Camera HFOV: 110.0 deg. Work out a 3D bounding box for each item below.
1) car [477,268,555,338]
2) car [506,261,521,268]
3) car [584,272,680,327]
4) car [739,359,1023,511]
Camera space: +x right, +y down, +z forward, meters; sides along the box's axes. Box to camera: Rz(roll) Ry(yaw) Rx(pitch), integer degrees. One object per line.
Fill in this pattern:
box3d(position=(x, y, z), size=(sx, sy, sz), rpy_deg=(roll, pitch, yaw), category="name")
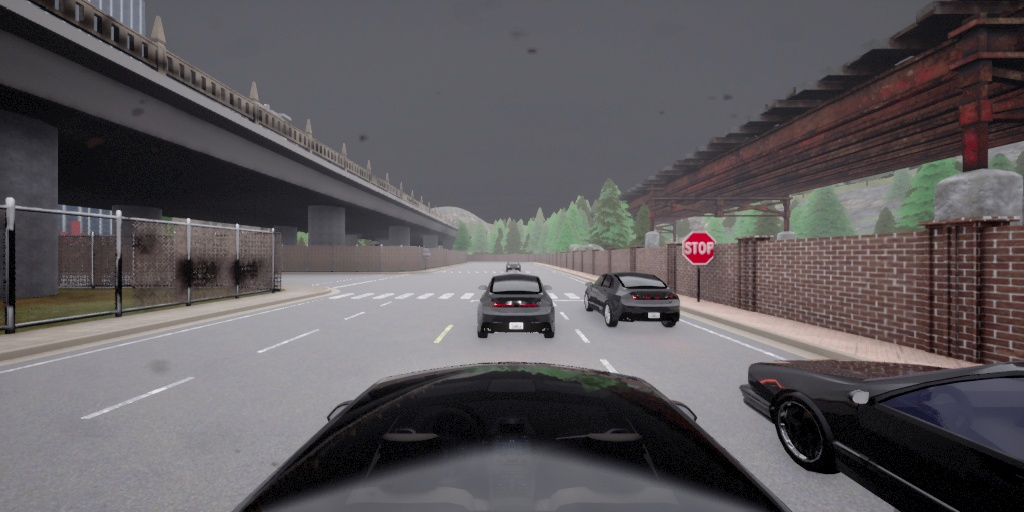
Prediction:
box3d(position=(0.096, 1.255, 10.126), size=(1.837, 1.490, 4.892), rpy_deg=(0, 0, 0), category="car")
box3d(position=(0.168, 1.351, 46.373), size=(1.895, 1.301, 4.718), rpy_deg=(0, 0, -1), category="car")
box3d(position=(3.597, 1.255, 11.487), size=(1.837, 1.490, 4.892), rpy_deg=(0, 0, 0), category="car")
box3d(position=(3.600, 1.297, 1.741), size=(2.033, 1.411, 5.357), rpy_deg=(0, 0, 0), category="car")
